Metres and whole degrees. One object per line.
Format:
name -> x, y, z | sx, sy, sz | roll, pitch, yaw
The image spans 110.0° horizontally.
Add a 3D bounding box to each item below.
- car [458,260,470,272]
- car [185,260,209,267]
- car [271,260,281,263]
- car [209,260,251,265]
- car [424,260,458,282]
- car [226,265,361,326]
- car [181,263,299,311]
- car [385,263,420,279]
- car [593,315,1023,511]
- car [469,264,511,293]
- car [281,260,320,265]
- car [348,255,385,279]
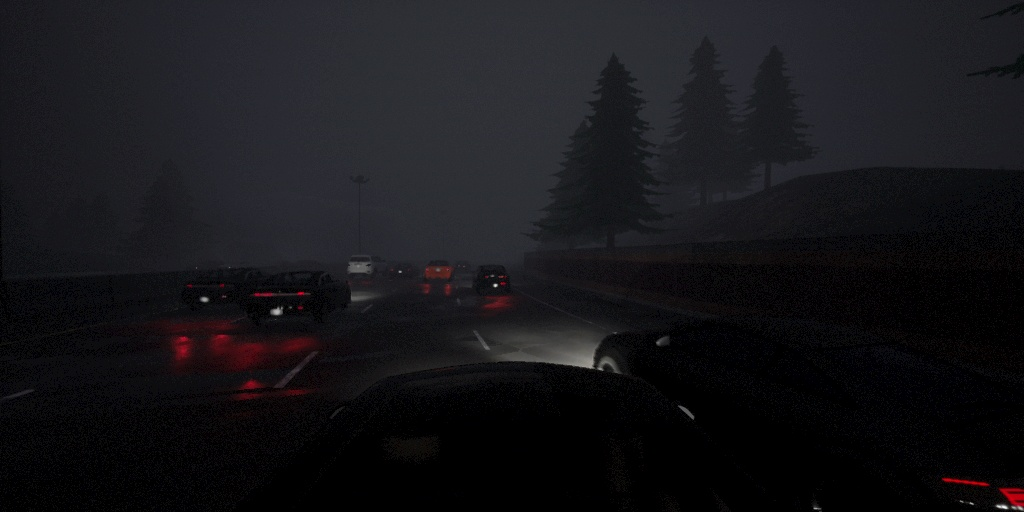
car -> -6.293, 1.265, 45.490 | 2.033, 1.411, 5.357 | 0, 0, 1
car -> -34.510, 1.229, 40.707 | 1.837, 1.490, 4.892 | 0, 0, 0
car -> -27.525, 1.246, 42.362 | 1.812, 1.442, 4.674 | 0, 0, 1
car -> -31.007, 1.248, 40.432 | 1.812, 1.442, 4.674 | 0, 0, 0
car -> -5.791, 1.082, 29.085 | 2.097, 1.767, 4.553 | 0, 0, -6
car -> -6.674, 1.234, 11.726 | 2.128, 1.511, 4.902 | 0, 0, -12
car -> -10.799, 1.232, 14.396 | 2.128, 1.511, 4.902 | 0, 0, -11
car -> -9.525, 1.292, 32.087 | 1.994, 1.385, 4.181 | 0, 0, -4
car -> 2.576, 1.312, 3.783 | 1.994, 1.385, 4.181 | 0, 0, -17
car -> -1.261, 1.241, 20.760 | 1.837, 1.490, 4.892 | 0, 0, -9
car -> -24.020, 1.229, 41.548 | 1.837, 1.490, 4.892 | 0, -1, 0
car -> -13.127, 0.946, 32.935 | 2.150, 2.045, 5.566 | 0, 0, -3
